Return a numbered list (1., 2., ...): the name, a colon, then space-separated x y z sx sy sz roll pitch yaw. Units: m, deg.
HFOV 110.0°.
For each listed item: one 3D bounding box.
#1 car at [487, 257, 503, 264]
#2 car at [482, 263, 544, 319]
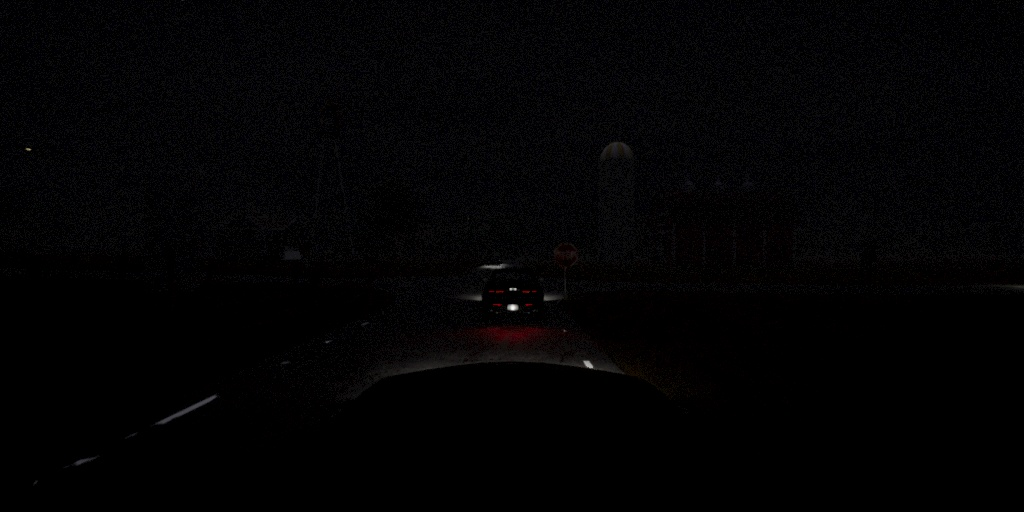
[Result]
1. car: -2.890 0.893 56.399 1.994 1.385 4.181 0 0 0
2. car: 0.038 1.143 12.278 1.837 1.490 4.892 0 1 0
